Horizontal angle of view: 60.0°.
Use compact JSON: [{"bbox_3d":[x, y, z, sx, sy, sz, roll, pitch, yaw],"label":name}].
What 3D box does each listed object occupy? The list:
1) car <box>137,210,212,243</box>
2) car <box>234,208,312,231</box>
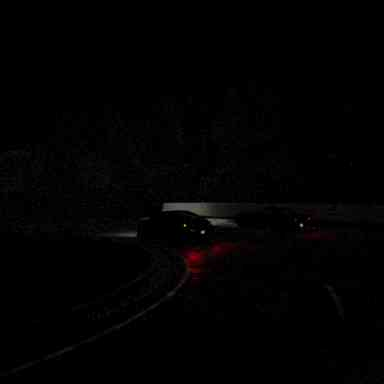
[{"bbox_3d":[-0.955,1.626,16.652,1.812,1.442,4.674,0,-1,-38],"label":"car"},{"bbox_3d":[4.832,1.612,20.582,1.895,1.301,4.718,-1,0,-38],"label":"car"}]
